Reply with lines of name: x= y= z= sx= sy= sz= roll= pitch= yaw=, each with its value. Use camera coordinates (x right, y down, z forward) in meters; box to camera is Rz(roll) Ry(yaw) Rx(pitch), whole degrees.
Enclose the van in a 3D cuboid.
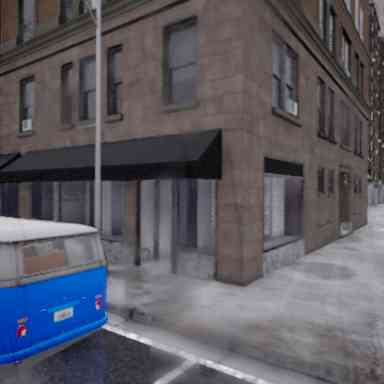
van: x=-3.139 y=1.312 z=5.311 sx=3.998 sy=1.788 sz=1.690 roll=0 pitch=0 yaw=35
